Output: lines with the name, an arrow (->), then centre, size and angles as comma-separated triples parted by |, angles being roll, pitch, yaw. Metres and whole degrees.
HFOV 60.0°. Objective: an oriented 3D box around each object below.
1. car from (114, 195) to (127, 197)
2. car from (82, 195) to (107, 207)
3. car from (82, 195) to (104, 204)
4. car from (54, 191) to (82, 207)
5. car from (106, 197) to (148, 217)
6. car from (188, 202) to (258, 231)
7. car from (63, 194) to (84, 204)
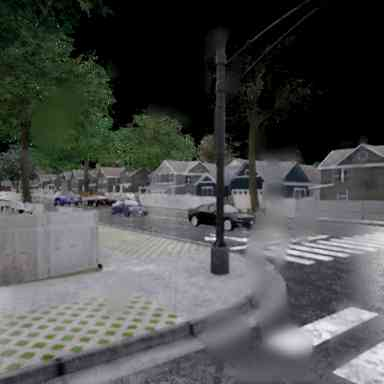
car -> -10.323, 1.254, 47.289 | 1.837, 1.490, 4.892 | 0, 1, -37
car -> -12.852, 1.208, 45.237 | 1.882, 1.535, 5.008 | 0, 1, -37
car -> -16.531, 1.205, 55.479 | 1.895, 1.301, 4.718 | 0, 1, -37
car -> -17.297, 0.892, 45.632 | 2.150, 2.045, 5.566 | 0, 0, -36
car -> -5.785, 1.424, 30.165 | 1.812, 1.442, 4.674 | 0, 0, -37
car -> 1.756, 1.403, 20.112 | 1.882, 1.535, 5.008 | 0, 0, -37
car -> -19.111, 1.089, 53.504 | 1.837, 1.490, 4.892 | 0, 1, -37
